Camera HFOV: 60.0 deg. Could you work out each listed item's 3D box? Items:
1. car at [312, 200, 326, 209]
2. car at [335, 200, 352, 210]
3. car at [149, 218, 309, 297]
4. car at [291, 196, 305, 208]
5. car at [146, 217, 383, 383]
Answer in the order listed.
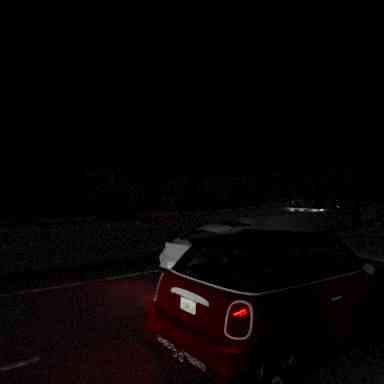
[{"bbox_3d":[20.838,2.069,54.429,2.033,1.411,5.357,0,0,22],"label":"car"},{"bbox_3d":[21.337,1.971,46.925,1.837,1.490,4.892,0,0,25],"label":"car"},{"bbox_3d":[1.249,1.604,9.475,4.674,1.442,1.812,1,0,-40],"label":"car"},{"bbox_3d":[18.975,1.772,59.571,2.150,2.045,5.566,0,0,19],"label":"car"},{"bbox_3d":[1.633,1.401,5.285,4.553,1.767,2.097,1,-1,-38],"label":"car"}]
